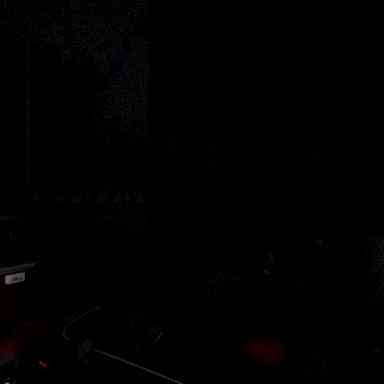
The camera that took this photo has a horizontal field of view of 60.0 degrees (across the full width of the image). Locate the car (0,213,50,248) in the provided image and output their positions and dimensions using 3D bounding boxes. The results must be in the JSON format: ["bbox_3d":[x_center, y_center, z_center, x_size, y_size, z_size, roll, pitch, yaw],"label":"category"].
[{"bbox_3d":[-4.464,1.315,6.138,5.009,1.841,2.192,0,0,35],"label":"car"}]

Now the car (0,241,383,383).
[{"bbox_3d":[-0.033,1.440,2.985,4.097,1.590,1.967,0,0,35],"label":"car"}]
